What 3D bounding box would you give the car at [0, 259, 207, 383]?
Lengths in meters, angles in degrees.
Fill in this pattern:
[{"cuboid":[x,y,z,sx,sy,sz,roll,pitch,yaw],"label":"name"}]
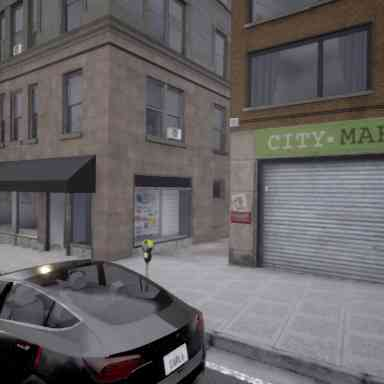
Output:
[{"cuboid":[-1.839,1.565,4.254,4.313,1.339,1.947,0,1,35],"label":"car"}]
